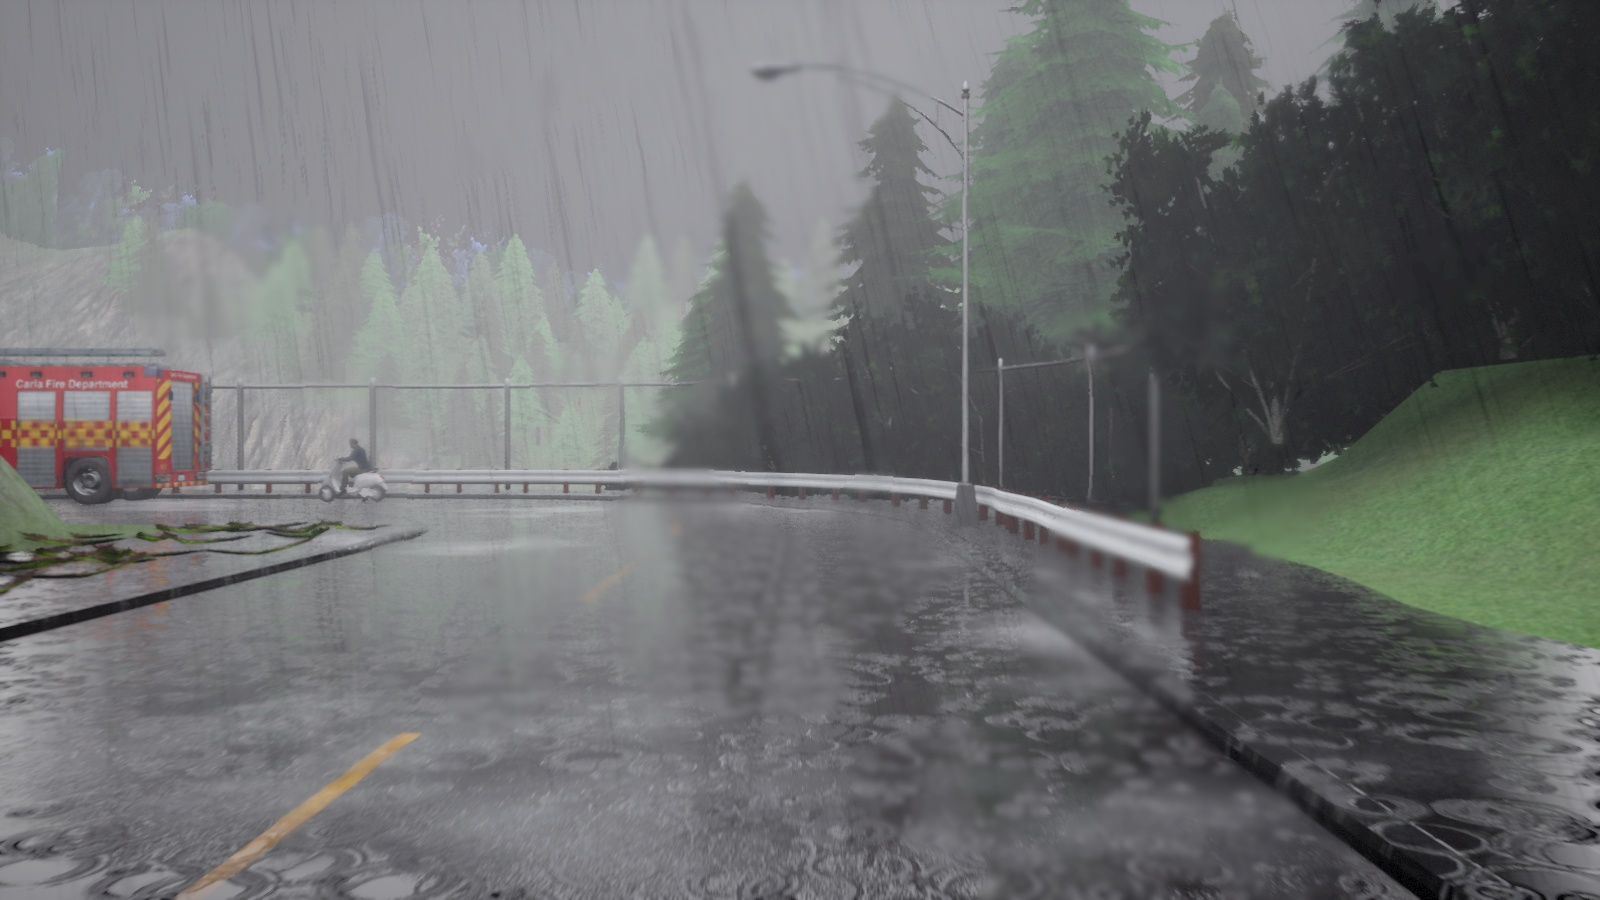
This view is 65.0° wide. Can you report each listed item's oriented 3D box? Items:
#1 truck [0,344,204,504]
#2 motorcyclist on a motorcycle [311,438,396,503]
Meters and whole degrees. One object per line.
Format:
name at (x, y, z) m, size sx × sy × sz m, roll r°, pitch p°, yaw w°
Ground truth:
truck at (-19.888, -0.622, 31.514) m, size 8.468 × 3.827 × 2.891 m, roll 0°, pitch 0°, yaw -1°
motorcyclist on a motorcycle at (-11.102, 0.506, 31.260) m, size 1.817 × 1.590 × 0.866 m, roll 0°, pitch 0°, yaw 6°
